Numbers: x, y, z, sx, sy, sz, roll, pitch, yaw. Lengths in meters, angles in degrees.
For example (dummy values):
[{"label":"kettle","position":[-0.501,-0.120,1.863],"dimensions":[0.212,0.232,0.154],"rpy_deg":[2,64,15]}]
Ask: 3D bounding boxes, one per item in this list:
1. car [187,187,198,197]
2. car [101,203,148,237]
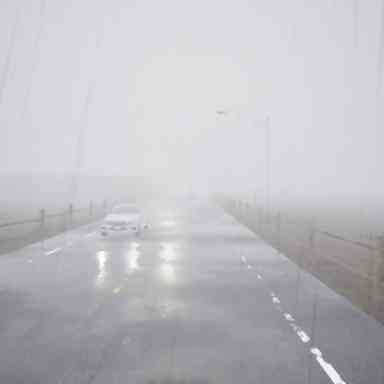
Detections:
[{"label":"car","position":[0.104,0.321,66.566],"dimensions":[2.033,1.411,5.357],"rpy_deg":[0,2,0]},{"label":"car","position":[-3.473,1.372,17.884],"dimensions":[1.812,1.442,4.674],"rpy_deg":[0,1,0]}]
